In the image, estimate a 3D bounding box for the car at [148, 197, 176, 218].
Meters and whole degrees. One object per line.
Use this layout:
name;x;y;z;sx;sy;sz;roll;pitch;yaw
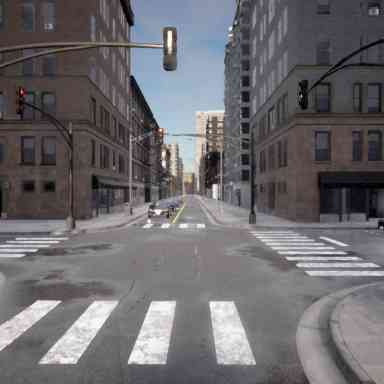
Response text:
car;-2.836;1.499;30.020;2.128;1.511;4.902;0;0;0

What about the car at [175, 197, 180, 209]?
car;-2.824;1.617;39.214;1.895;1.301;4.718;0;0;0

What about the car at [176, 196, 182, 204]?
car;-2.810;1.555;49.091;1.812;1.442;4.674;0;0;0

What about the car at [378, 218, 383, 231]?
car;12.379;1.563;17.894;4.313;1.339;1.947;0;0;0
